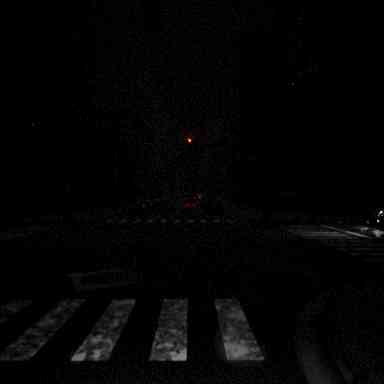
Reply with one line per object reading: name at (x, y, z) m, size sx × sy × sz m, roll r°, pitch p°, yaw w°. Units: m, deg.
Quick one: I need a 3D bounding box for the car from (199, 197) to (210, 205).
car at (2.355, 1.636, 63.800) m, size 2.008 × 1.369 × 4.403 m, roll 0°, pitch 0°, yaw 0°

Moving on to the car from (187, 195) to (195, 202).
car at (-0.272, 1.466, 73.781) m, size 1.812 × 1.442 × 4.674 m, roll 0°, pitch 0°, yaw 0°

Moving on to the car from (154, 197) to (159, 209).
car at (-5.692, 1.482, 41.765) m, size 1.967 × 1.590 × 4.097 m, roll 0°, pitch 0°, yaw 0°

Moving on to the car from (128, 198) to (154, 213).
car at (-5.698, 1.473, 36.254) m, size 1.967 × 1.590 × 4.097 m, roll 0°, pitch 0°, yaw 0°

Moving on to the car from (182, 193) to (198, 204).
car at (-0.283, 1.306, 63.426) m, size 2.150 × 2.045 × 5.566 m, roll 0°, pitch 0°, yaw 0°

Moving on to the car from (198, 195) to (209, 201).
car at (2.344, 1.627, 52.779) m, size 1.947 × 1.339 × 4.313 m, roll 0°, pitch 0°, yaw 0°

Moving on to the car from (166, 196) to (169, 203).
car at (-5.676, 1.623, 58.297) m, size 2.008 × 1.369 × 4.403 m, roll 0°, pitch 0°, yaw 0°

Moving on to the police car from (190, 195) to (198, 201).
police car at (0.569, 1.582, 90.325) m, size 1.930 × 1.638 × 5.238 m, roll 0°, pitch 0°, yaw 0°

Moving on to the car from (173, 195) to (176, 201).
car at (-5.654, 1.680, 80.340) m, size 2.008 × 1.369 × 4.403 m, roll 0°, pitch 0°, yaw 0°

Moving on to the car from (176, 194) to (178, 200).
car at (-5.643, 1.704, 91.362) m, size 1.887 × 1.381 × 4.507 m, roll 0°, pitch 0°, yaw 0°

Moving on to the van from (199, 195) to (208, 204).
van at (2.360, 1.440, 69.311) m, size 1.690 × 1.788 × 3.998 m, roll 0°, pitch 0°, yaw 0°

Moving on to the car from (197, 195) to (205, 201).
car at (2.377, 1.584, 85.843) m, size 1.967 × 1.590 × 4.097 m, roll 0°, pitch 0°, yaw 0°

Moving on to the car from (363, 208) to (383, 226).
car at (13.234, 1.301, 20.766) m, size 4.553 × 1.767 × 2.097 m, roll 0°, pitch 0°, yaw 0°

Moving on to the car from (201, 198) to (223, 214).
car at (2.327, 1.599, 36.245) m, size 1.947 × 1.339 × 4.313 m, roll 0°, pitch 0°, yaw 0°

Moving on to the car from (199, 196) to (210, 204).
car at (2.338, 1.633, 47.268) m, size 1.802 × 1.307 × 4.206 m, roll 0°, pitch 0°, yaw 0°

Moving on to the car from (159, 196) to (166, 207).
car at (-5.681, 1.643, 52.786) m, size 1.802 × 1.307 × 4.206 m, roll 0°, pitch 0°, yaw 0°

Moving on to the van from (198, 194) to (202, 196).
van at (2.349, 1.414, 58.289) m, size 1.690 × 1.788 × 3.998 m, roll 0°, pitch 0°, yaw 0°

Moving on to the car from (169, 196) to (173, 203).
car at (-5.665, 1.539, 69.319) m, size 1.967 × 1.590 × 4.097 m, roll 0°, pitch 0°, yaw 0°
